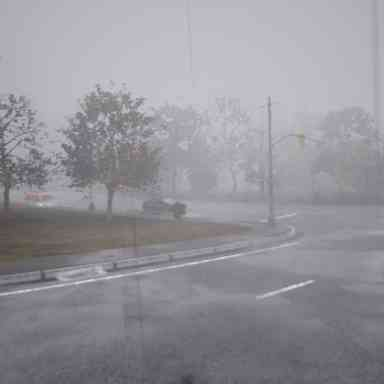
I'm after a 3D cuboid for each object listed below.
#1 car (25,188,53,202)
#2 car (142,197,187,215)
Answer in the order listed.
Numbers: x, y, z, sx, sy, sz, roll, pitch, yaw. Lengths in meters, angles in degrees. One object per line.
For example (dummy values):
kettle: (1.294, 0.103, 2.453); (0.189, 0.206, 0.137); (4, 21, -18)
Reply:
car: (-20.777, 0.309, 45.126); (4.553, 1.767, 2.097); (3, 4, 39)
car: (-2.582, 1.214, 30.358); (4.674, 1.442, 1.812); (1, 2, 39)
